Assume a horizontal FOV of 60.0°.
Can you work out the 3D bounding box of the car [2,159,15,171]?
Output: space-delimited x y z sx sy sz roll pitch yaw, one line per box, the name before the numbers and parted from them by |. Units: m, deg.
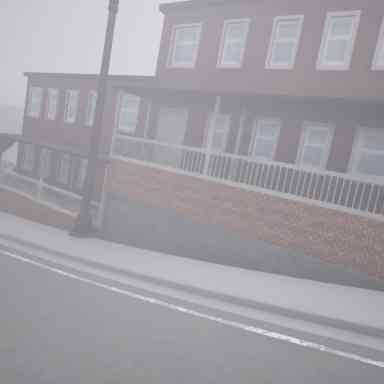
car | -19.567 -2.982 32.431 1.994 1.385 4.181 15 9 35
